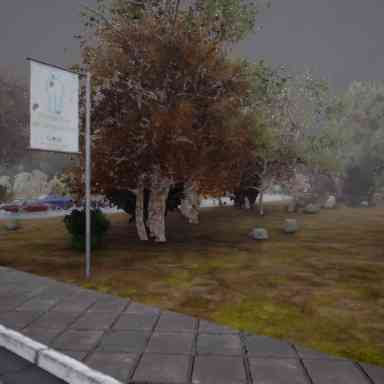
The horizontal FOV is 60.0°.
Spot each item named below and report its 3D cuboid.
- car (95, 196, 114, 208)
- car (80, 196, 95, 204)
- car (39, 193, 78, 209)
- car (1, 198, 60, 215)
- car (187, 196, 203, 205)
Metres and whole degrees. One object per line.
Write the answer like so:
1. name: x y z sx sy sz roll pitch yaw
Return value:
1. car: -11.024 1.306 47.930 2.097 1.767 4.553 0 0 37
2. car: -14.835 1.313 48.724 2.097 1.767 4.553 0 0 38
3. car: -17.119 1.206 40.129 2.150 2.045 5.566 0 0 39
4. car: -16.718 1.592 34.664 1.895 1.301 4.718 0 0 38
5. car: -0.114 1.426 56.461 2.033 1.411 5.357 0 0 35
